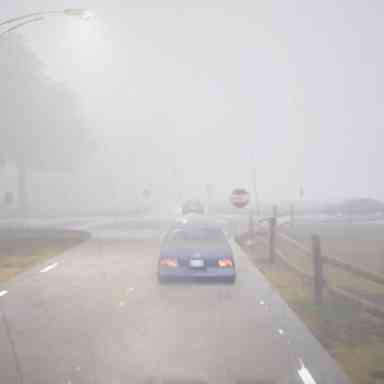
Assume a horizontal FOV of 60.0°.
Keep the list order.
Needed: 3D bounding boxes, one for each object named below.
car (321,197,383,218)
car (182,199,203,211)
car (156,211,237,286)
[{"bbox_3d":[12.663,1.199,26.044,4.892,1.490,1.837,-1,1,0],"label":"car"},{"bbox_3d":[0.089,1.408,32.480,1.994,1.385,4.181,0,0,0],"label":"car"},{"bbox_3d":[0.095,1.498,9.345,2.033,1.411,5.357,0,0,0],"label":"car"}]
